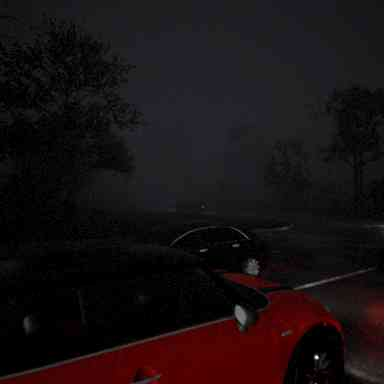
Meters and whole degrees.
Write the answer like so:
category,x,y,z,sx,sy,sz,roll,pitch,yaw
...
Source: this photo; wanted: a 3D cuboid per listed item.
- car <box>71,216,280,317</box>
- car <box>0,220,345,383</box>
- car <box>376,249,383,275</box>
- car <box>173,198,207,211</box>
category,x,y,z,sx,sy,sz,roll,pitch,yaw
car,-0.195,1.503,8.123,4.892,1.490,1.837,0,0,-35
car,-0.453,1.351,3.397,4.553,1.767,2.097,0,0,-35
car,6.751,1.597,8.528,4.718,1.301,1.895,0,0,-36
car,-0.326,1.533,40.961,1.837,1.490,4.892,0,0,-44
